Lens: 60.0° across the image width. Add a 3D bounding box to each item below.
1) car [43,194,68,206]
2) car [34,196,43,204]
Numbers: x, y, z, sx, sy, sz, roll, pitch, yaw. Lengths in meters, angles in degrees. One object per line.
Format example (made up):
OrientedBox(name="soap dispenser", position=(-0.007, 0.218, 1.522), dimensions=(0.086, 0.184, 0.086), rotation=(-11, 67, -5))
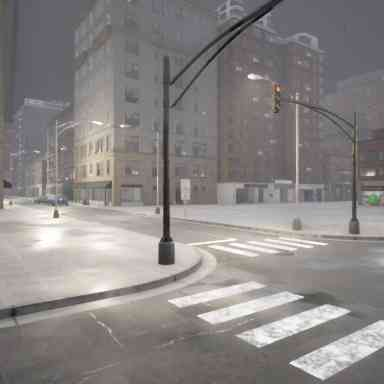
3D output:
OrientedBox(name="car", position=(-19.586, 1.119, 48.234), dimensions=(2.097, 1.767, 4.553), rotation=(0, 0, -36))
OrientedBox(name="car", position=(-25.380, 1.287, 56.348), dimensions=(1.994, 1.385, 4.181), rotation=(0, 0, -36))
